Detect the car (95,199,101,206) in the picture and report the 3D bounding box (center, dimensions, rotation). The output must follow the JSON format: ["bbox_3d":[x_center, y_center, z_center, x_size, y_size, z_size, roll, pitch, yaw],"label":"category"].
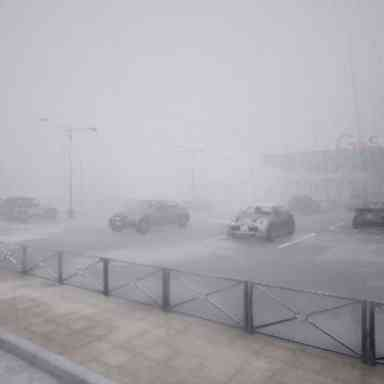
[{"bbox_3d":[-15.192,1.764,59.430,2.007,1.523,4.514,-1,0,35],"label":"car"}]

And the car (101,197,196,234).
[{"bbox_3d":[-2.222,1.278,18.550,2.152,1.636,5.027,-1,0,35],"label":"car"}]

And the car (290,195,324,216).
[{"bbox_3d":[10.424,1.194,30.884,1.932,1.855,4.605,-1,0,35],"label":"car"}]

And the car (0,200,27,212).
[{"bbox_3d":[-23.562,1.783,42.538,1.970,1.475,3.806,-1,0,35],"label":"car"}]

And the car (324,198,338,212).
[{"bbox_3d":[15.317,1.457,37.809,1.970,1.475,3.806,-1,0,35],"label":"car"}]

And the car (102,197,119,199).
[{"bbox_3d":[-12.608,1.727,57.652,2.152,1.636,5.027,-1,0,35],"label":"car"}]

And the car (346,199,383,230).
[{"bbox_3d":[10.266,1.334,18.702,2.007,1.523,4.514,-1,0,35],"label":"car"}]

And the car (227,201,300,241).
[{"bbox_3d":[3.192,1.300,15.089,1.970,1.475,3.806,-1,0,35],"label":"car"}]

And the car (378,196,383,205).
[{"bbox_3d":[37.851,1.542,62.750,4.611,1.667,2.242,-1,0,35],"label":"car"}]

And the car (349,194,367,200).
[{"bbox_3d":[17.667,1.144,35.383,1.905,1.878,3.866,-1,0,35],"label":"car"}]

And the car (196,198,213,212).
[{"bbox_3d":[0.696,1.503,38.693,2.007,1.523,4.514,-1,0,35],"label":"car"}]

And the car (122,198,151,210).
[{"bbox_3d":[-7.417,1.613,44.527,1.845,1.501,3.633,-1,0,35],"label":"car"}]

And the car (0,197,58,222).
[{"bbox_3d":[-12.640,1.313,25.977,1.905,1.878,3.866,-1,0,35],"label":"car"}]
